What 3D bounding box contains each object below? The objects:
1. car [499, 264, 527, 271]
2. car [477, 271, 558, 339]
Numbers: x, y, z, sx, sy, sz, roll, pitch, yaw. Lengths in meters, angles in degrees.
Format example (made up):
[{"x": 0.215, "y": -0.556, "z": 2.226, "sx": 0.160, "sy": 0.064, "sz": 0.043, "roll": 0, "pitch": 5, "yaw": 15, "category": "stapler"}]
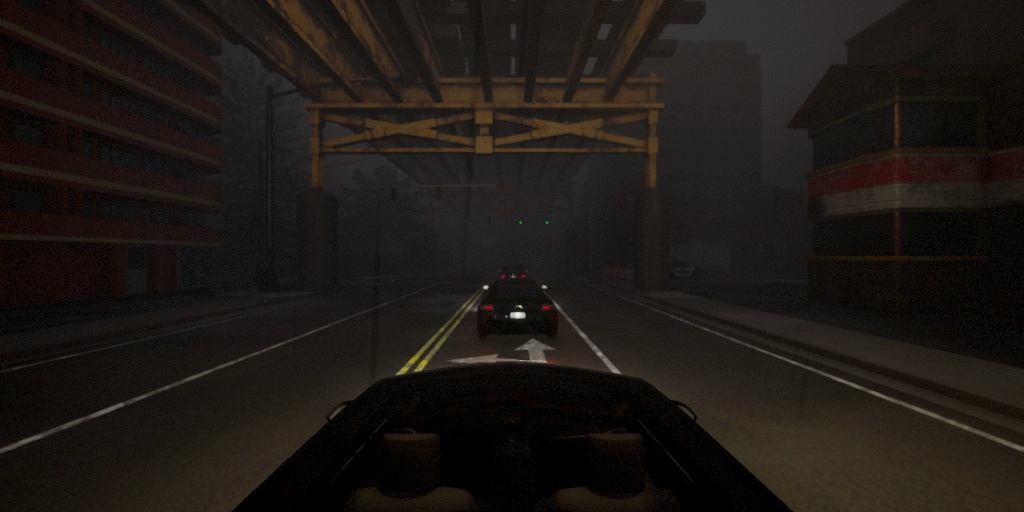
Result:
[{"x": 0.076, "y": 1.270, "z": 24.153, "sx": 2.033, "sy": 1.411, "sz": 5.357, "roll": 0, "pitch": 0, "yaw": 0, "category": "car"}, {"x": 0.101, "y": 1.307, "z": 10.129, "sx": 1.994, "sy": 1.385, "sz": 4.181, "roll": 0, "pitch": 0, "yaw": -1, "category": "car"}]
